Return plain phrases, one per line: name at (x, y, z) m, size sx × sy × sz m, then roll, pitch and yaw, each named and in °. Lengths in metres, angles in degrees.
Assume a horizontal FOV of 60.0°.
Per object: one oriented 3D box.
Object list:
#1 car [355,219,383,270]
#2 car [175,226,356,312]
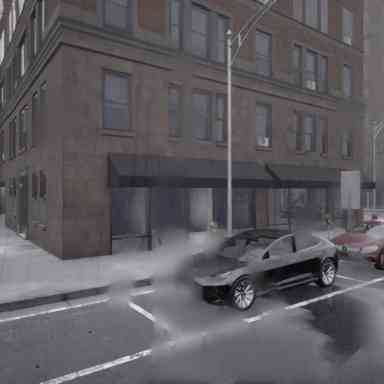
car at (6.139, 1.582, 10.915) m, size 4.206 × 1.307 × 1.802 m, roll 0°, pitch 0°, yaw -36°
car at (1.661, 1.566, 7.720) m, size 4.313 × 1.339 × 1.947 m, roll 0°, pitch 0°, yaw -36°
